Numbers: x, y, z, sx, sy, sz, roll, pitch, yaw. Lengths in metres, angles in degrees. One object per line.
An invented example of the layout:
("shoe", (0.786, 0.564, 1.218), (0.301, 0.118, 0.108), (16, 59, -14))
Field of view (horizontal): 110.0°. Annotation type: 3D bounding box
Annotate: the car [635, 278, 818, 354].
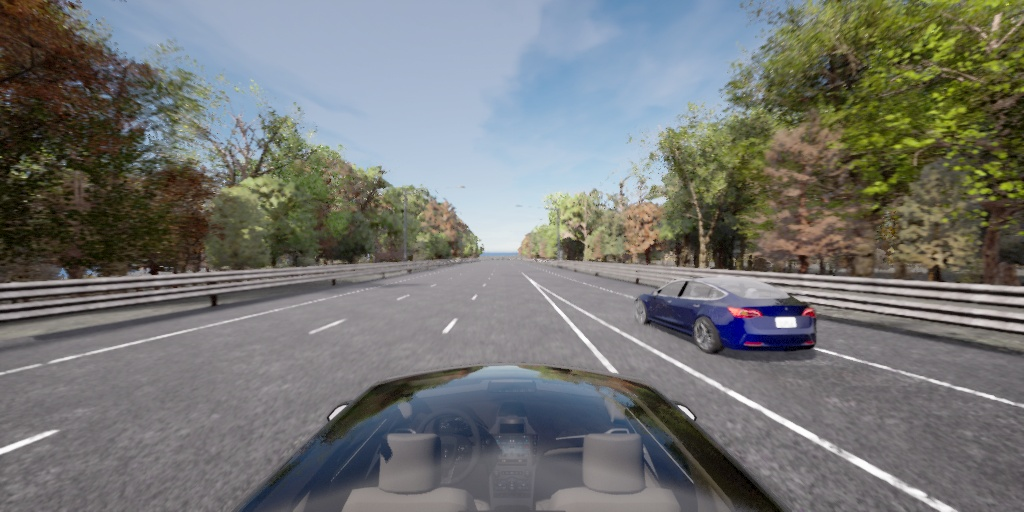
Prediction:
("car", (4.759, 1.243, 8.806), (2.163, 1.488, 4.792), (0, 0, -5))
